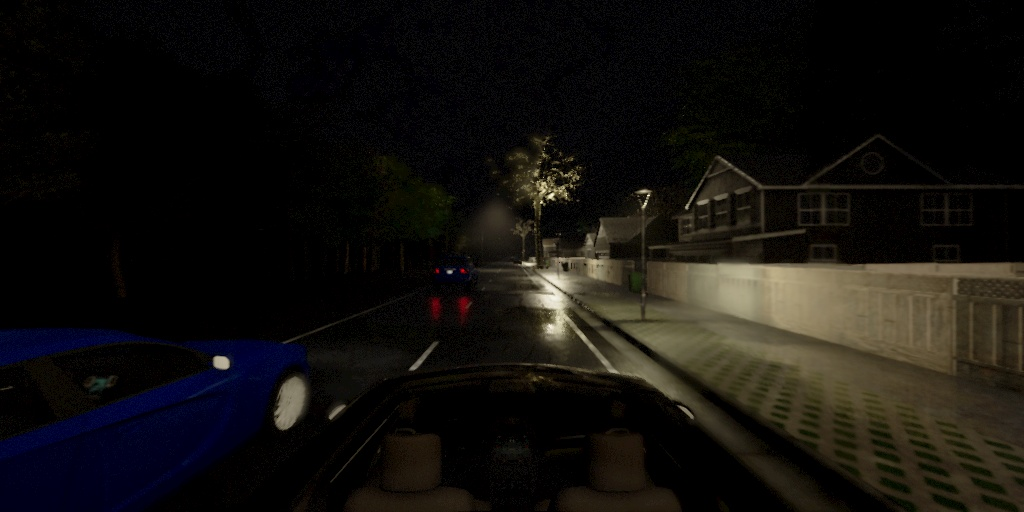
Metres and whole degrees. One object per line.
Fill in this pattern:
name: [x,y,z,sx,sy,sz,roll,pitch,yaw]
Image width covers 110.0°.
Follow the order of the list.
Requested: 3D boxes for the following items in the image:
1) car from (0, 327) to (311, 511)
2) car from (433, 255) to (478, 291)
car: [-3.400,1.228,2.394,1.882,1.535,5.008,0,0,0]
car: [-3.392,0.972,22.200,2.150,2.045,5.566,0,0,0]
